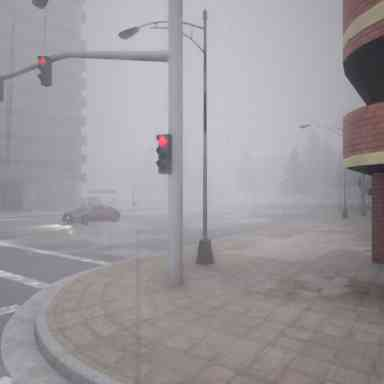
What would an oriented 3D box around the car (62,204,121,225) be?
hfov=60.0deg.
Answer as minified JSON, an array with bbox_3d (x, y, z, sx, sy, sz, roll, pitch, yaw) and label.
[{"bbox_3d":[-7.214,1.562,24.121,1.994,1.385,4.181,0,0,36],"label":"car"}]
